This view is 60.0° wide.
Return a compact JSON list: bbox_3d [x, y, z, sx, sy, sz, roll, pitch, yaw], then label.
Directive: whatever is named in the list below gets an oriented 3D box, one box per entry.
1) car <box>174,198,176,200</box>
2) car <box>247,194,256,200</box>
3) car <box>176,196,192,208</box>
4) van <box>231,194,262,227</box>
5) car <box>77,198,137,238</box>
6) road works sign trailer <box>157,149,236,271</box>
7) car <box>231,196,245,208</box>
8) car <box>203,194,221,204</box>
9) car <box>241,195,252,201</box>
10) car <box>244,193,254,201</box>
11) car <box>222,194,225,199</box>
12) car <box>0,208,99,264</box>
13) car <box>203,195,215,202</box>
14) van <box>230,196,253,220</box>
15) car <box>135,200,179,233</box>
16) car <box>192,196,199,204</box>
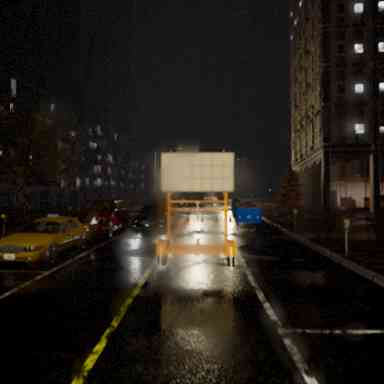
[{"bbox_3d":[-3.225,1.462,34.694,1.947,1.339,4.313,1,0,7],"label":"car"},{"bbox_3d":[15.144,1.264,84.761,1.887,1.381,4.507,1,0,17],"label":"car"},{"bbox_3d":[-1.704,1.428,45.993,1.947,1.339,4.313,1,0,9],"label":"car"},{"bbox_3d":[3.613,1.265,22.059,1.690,1.788,3.998,1,0,5],"label":"van"},{"bbox_3d":[-4.730,1.262,17.577,2.192,1.841,5.009,1,0,3],"label":"car"},{"bbox_3d":[0.183,0.429,10.764,2.380,3.560,2.880,0,0,3],"label":"road works sign trailer"},{"bbox_3d":[6.353,1.367,45.632,1.752,1.417,4.829,1,0,9],"label":"car"},{"bbox_3d":[3.390,1.164,60.188,2.097,1.767,4.553,0,0,12],"label":"car"},{"bbox_3d":[12.140,1.317,73.836,1.947,1.339,4.313,1,0,14],"label":"car"},{"bbox_3d":[13.600,1.175,79.333,1.967,1.590,4.097,1,0,16],"label":"car"},{"bbox_3d":[8.190,1.299,89.483,2.008,1.369,4.403,1,0,17],"label":"car"},{"bbox_3d":[-5.030,1.489,11.750,1.752,1.417,4.829,1,0,2],"label":"car"},{"bbox_3d":[3.818,1.353,73.621,1.947,1.339,4.313,1,0,14],"label":"car"},{"bbox_3d":[4.120,1.245,27.900,1.690,1.788,3.998,1,0,6],"label":"van"},{"bbox_3d":[-2.116,1.444,19.363,1.837,1.490,4.892,0,0,4],"label":"car"},{"bbox_3d":[0.219,1.411,57.175,1.802,1.307,4.206,1,0,11],"label":"car"}]
